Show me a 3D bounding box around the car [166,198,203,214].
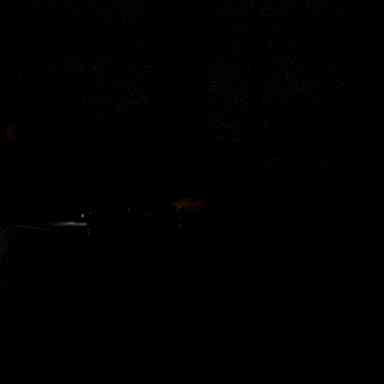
[{"bbox_3d":[-0.684,1.394,34.546,1.882,1.535,5.008,0,1,33],"label":"car"}]

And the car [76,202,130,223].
[{"bbox_3d":[-6.662,1.485,25.207,1.994,1.385,4.181,0,0,33],"label":"car"}]

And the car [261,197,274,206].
[{"bbox_3d":[11.462,1.454,53.364,2.033,1.411,5.357,0,0,33],"label":"car"}]
